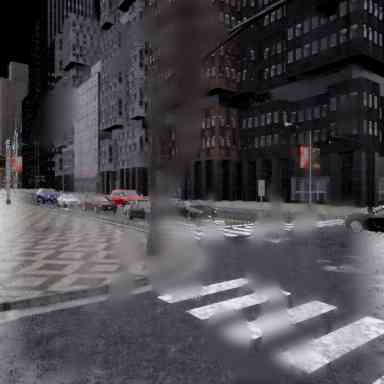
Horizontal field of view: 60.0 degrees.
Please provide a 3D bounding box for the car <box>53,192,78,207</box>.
[{"bbox_3d":[-14.429,0.985,38.867,1.812,1.442,4.674,0,1,-35],"label":"car"}]

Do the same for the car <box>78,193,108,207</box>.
[{"bbox_3d":[-12.500,0.929,41.767,2.128,1.511,4.902,0,1,-36],"label":"car"}]

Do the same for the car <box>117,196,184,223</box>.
[{"bbox_3d":[-3.031,1.284,23.209,2.033,1.411,5.357,0,1,-35],"label":"car"}]

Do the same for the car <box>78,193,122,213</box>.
[{"bbox_3d":[-8.631,1.080,30.892,1.882,1.535,5.008,0,1,-36],"label":"car"}]

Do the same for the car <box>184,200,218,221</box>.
[{"bbox_3d":[-0.427,1.280,25.067,2.033,1.411,5.357,0,1,-39],"label":"car"}]

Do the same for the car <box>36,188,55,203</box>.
[{"bbox_3d":[-20.646,0.521,47.531,2.150,2.045,5.566,0,1,-36],"label":"car"}]

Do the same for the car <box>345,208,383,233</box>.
[{"bbox_3d":[10.166,1.392,16.415,1.882,1.535,5.008,0,1,-36],"label":"car"}]

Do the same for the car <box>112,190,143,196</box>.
[{"bbox_3d":[-6.383,0.810,33.327,2.150,2.045,5.566,0,1,-36],"label":"car"}]
